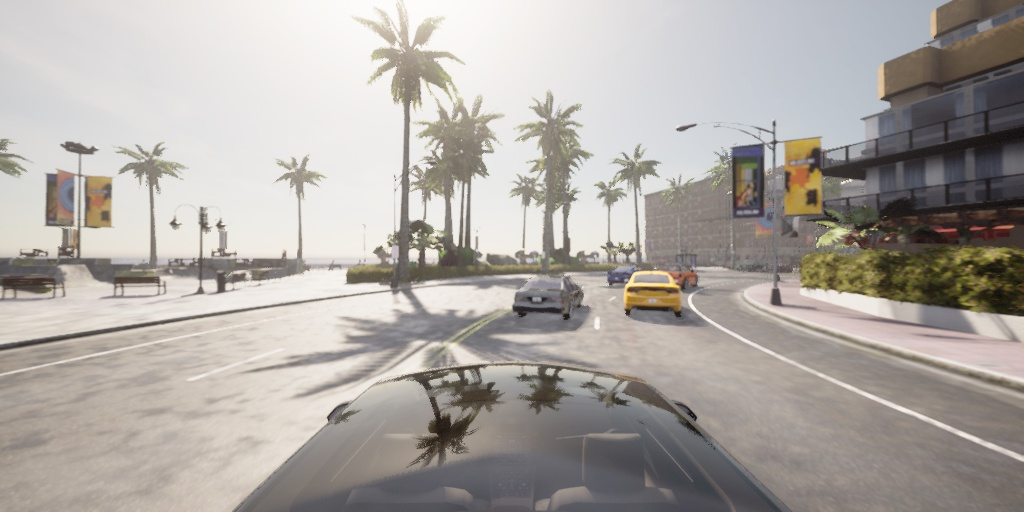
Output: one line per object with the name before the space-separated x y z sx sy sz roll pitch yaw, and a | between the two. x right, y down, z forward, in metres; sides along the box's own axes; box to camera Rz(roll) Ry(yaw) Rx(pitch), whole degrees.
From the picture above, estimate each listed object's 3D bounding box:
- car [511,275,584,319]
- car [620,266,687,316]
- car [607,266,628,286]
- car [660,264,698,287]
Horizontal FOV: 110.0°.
car | 1.522 1.416 13.535 2.033 1.411 5.357 0 -1 17
car | 5.512 1.352 14.220 1.882 1.535 5.008 0 0 20
car | 9.077 1.485 27.589 1.882 1.535 5.008 -1 -1 40
car | 11.396 1.332 24.918 2.097 1.767 4.553 0 -1 39
